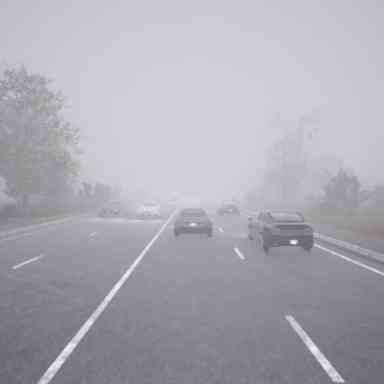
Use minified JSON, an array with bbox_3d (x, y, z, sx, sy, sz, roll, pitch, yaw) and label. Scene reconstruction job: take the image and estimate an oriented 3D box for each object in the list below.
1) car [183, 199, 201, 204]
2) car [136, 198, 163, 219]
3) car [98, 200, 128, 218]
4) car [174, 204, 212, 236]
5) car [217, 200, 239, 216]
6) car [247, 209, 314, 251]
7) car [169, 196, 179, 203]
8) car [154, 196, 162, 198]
[{"bbox_3d":[0.020,1.519,35.877,1.812,1.442,4.674,0,0,0],"label":"car"},{"bbox_3d":[-3.671,1.521,28.894,1.812,1.442,4.674,0,0,0],"label":"car"},{"bbox_3d":[-7.174,1.503,30.595,1.837,1.490,4.892,0,0,0],"label":"car"},{"bbox_3d":[0.055,1.560,18.290,1.994,1.385,4.181,0,0,0],"label":"car"},{"bbox_3d":[3.514,1.518,32.652,1.812,1.442,4.674,0,0,0],"label":"car"},{"bbox_3d":[3.565,1.501,14.079,1.837,1.490,4.892,0,0,0],"label":"car"},{"bbox_3d":[-3.688,1.535,70.255,1.994,1.385,4.181,0,0,0],"label":"car"},{"bbox_3d":[-7.189,1.489,70.660,2.033,1.411,5.357,0,0,0],"label":"car"}]
